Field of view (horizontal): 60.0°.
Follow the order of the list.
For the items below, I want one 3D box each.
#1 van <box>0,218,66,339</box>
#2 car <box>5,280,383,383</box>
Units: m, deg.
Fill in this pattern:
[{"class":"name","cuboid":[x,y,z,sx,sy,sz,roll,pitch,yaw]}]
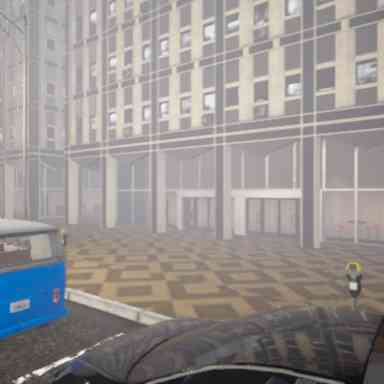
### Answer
[{"class":"van","cuboid":[-3.853,1.314,5.627,3.998,1.788,1.690,0,0,35]},{"class":"car","cuboid":[0.782,1.564,2.321,4.313,1.339,1.947,0,0,35]}]
